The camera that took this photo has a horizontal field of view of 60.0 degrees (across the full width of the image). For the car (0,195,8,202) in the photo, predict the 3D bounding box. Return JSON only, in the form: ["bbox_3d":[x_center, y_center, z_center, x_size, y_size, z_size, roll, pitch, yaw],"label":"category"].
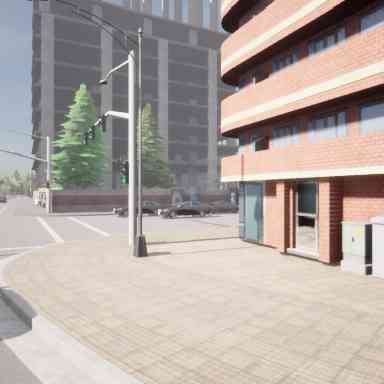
[{"bbox_3d":[-42.553,1.500,74.788,1.837,1.490,4.892,0,0,-27],"label":"car"}]

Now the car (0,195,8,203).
[{"bbox_3d":[-38.018,1.595,65.938,1.895,1.301,4.718,0,0,-27],"label":"car"}]

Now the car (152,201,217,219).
[{"bbox_3d":[-0.654,1.547,29.781,4.902,1.511,2.128,0,0,-27],"label":"car"}]

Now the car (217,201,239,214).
[{"bbox_3d":[2.998,1.619,35.541,4.181,1.385,1.994,0,0,-27],"label":"car"}]

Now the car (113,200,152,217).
[{"bbox_3d":[-4.962,1.547,31.531,4.902,1.511,2.128,0,0,-27],"label":"car"}]
